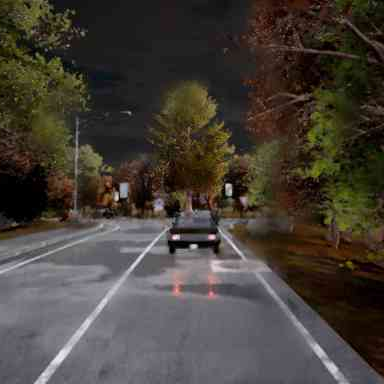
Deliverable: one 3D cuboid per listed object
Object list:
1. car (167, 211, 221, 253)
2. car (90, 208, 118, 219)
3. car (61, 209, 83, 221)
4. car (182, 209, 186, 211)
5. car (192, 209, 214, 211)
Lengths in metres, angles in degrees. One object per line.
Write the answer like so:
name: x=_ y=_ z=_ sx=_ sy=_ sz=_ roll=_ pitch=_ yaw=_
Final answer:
car: x=0.103 y=1.623 z=13.615 sx=1.895 sy=1.301 sz=4.718 roll=0 pitch=-1 yaw=1
car: x=-16.851 y=4.209 z=64.134 sx=2.150 sy=2.045 sz=5.566 roll=-3 pitch=-3 yaw=34
car: x=-16.433 y=3.120 z=45.594 sx=2.097 sy=1.767 sz=4.553 roll=3 pitch=-5 yaw=-32
car: x=-1.256 y=4.671 z=71.427 sx=5.566 sy=2.045 sz=2.150 roll=1 pitch=-4 yaw=-1
car: x=1.362 y=2.306 z=30.679 sx=2.033 sy=1.411 sz=5.357 roll=-1 pitch=-4 yaw=11
